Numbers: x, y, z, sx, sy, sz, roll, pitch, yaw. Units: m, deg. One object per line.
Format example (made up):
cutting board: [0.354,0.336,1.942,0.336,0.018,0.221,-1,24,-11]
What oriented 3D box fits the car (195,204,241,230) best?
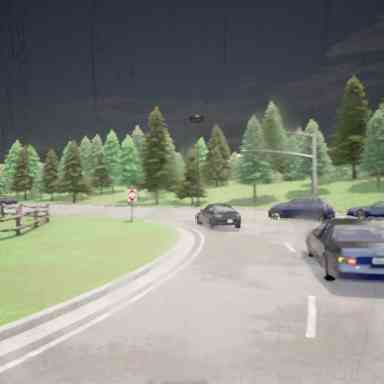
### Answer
car: [1.571,1.459,20.754,1.812,1.442,4.674,0,0,-13]

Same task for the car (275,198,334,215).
car: [10.520,1.295,31.341,4.892,1.490,1.837,-1,0,37]

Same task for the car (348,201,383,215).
car: [14.226,1.305,24.093,5.357,1.411,2.033,-1,0,37]

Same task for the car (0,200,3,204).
car: [-39.482,1.969,65.122,4.718,1.301,1.895,-1,0,37]

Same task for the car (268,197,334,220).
car: [7.957,1.192,24.484,4.553,1.767,2.097,-1,0,37]

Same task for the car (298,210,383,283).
car: [4.432,1.470,9.374,2.033,1.411,5.357,-1,0,12]

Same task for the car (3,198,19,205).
car: [-37.368,1.879,67.910,5.357,1.411,2.033,-1,0,37]
